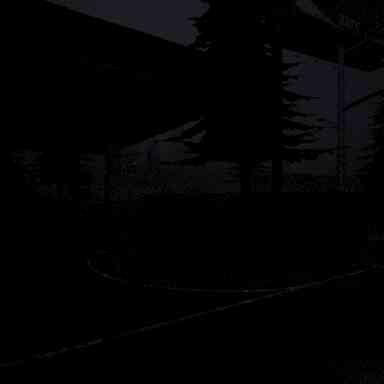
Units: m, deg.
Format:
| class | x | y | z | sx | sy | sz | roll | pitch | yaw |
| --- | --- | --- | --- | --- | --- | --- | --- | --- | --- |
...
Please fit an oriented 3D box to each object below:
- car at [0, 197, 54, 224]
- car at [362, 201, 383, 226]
| class | x | y | z | sx | sy | sz | roll | pitch | yaw |
| --- | --- | --- | --- | --- | --- | --- | --- | --- | --- |
| car | -11.963 | 1.313 | 23.475 | 3.866 | 1.878 | 1.905 | 0 | 0 | -36 |
| car | 11.384 | 1.317 | 21.315 | 2.128 | 1.511 | 4.902 | 0 | 1 | -36 |
